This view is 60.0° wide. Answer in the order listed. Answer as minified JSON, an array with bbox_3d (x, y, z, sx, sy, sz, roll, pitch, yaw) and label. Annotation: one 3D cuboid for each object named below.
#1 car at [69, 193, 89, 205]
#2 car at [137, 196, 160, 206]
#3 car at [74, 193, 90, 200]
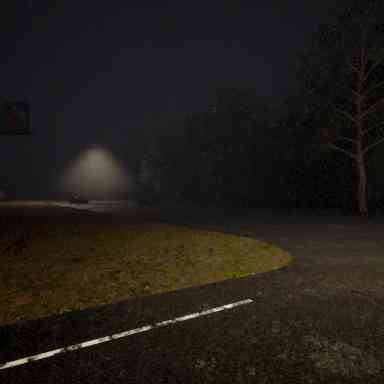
[{"bbox_3d":[-17.558,1.226,51.425,2.033,1.411,5.357,0,0,-34],"label":"car"},{"bbox_3d":[-6.211,1.267,47.378,1.812,1.442,4.674,0,0,-34],"label":"car"},{"bbox_3d":[-24.879,1.048,74.866,2.128,1.511,4.902,0,0,-34],"label":"car"}]
